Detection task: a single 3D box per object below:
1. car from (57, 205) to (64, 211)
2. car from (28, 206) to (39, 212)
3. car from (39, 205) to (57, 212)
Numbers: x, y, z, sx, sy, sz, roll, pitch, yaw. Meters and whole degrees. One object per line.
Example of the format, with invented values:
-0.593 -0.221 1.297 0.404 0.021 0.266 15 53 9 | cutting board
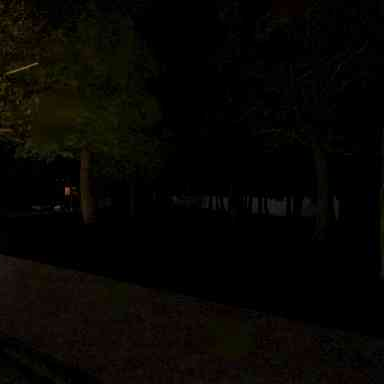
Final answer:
-35.087 4.239 87.486 2.128 1.511 4.902 0 -2 -9 | car
-36.794 4.001 77.956 2.033 1.411 5.357 0 -2 -9 | car
-33.375 3.887 77.202 1.837 1.490 4.892 0 -2 -9 | car
